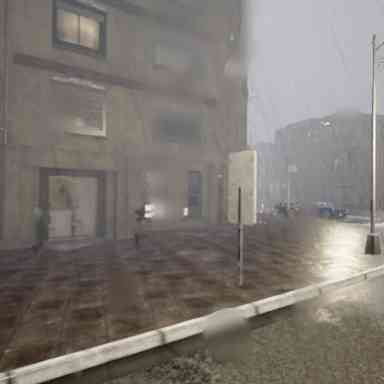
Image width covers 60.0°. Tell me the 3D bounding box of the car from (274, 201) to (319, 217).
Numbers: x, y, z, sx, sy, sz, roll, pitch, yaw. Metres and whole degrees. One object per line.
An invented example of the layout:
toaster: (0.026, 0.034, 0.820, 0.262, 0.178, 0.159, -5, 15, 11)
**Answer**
car: (9.146, 1.531, 30.409, 1.947, 1.339, 4.313, 1, 0, -16)

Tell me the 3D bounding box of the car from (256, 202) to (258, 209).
car: (7.348, 1.543, 45.503, 2.128, 1.511, 4.902, 1, 0, -16)

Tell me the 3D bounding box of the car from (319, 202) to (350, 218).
car: (11.847, 1.596, 29.942, 1.895, 1.301, 4.718, 1, 0, -16)
